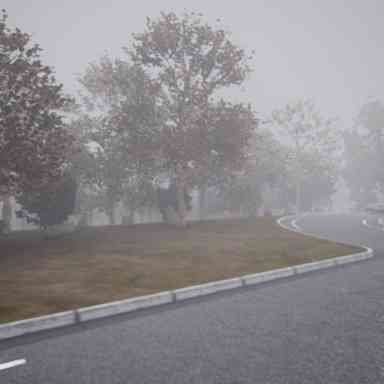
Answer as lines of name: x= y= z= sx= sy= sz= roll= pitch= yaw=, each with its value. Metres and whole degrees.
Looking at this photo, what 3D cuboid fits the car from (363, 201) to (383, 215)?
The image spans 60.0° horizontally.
car: x=20.846 y=1.676 z=35.088 sx=5.357 sy=1.411 sz=2.033 roll=0 pitch=0 yaw=-17
